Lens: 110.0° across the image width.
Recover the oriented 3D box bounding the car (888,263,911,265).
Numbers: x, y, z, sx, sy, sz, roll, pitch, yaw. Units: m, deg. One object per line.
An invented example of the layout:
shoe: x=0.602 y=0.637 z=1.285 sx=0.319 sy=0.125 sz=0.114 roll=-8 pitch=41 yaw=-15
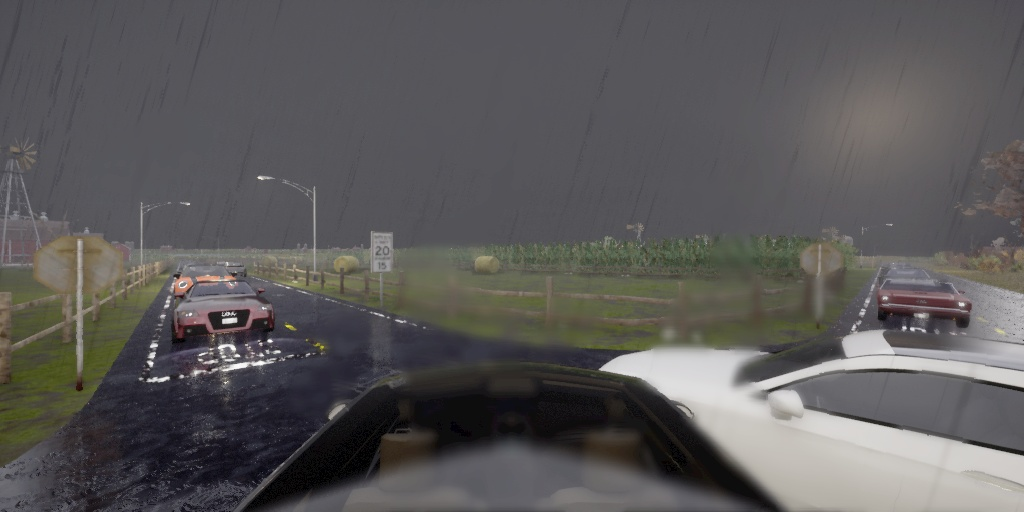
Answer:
car: x=26.973 y=1.410 z=24.828 sx=4.181 sy=1.385 sz=1.994 roll=0 pitch=1 yaw=-44

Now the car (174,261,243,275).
car: x=-13.967 y=1.154 z=16.380 sx=2.097 sy=1.767 sz=4.553 roll=0 pitch=0 yaw=-43

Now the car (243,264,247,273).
car: x=-27.529 y=1.314 z=35.401 sx=2.128 sy=1.511 sz=4.902 roll=0 pitch=0 yaw=-42

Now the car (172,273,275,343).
car: x=-8.091 y=1.362 z=9.987 sx=1.994 sy=1.385 sz=4.181 roll=0 pitch=0 yaw=-43

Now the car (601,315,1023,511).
car: x=2.805 y=1.293 z=2.569 sx=1.812 sy=1.442 sz=4.674 roll=0 pitch=1 yaw=-45

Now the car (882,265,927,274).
car: x=20.317 y=1.369 z=18.468 sx=5.357 sy=1.411 sz=2.033 roll=0 pitch=1 yaw=-44

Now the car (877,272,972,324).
car: x=13.342 y=1.401 z=11.796 sx=4.718 sy=1.301 sz=1.895 roll=0 pitch=1 yaw=-44

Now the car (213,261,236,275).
car: x=-34.365 y=1.343 z=42.753 sx=1.837 sy=1.490 sz=4.892 roll=0 pitch=0 yaw=-42
